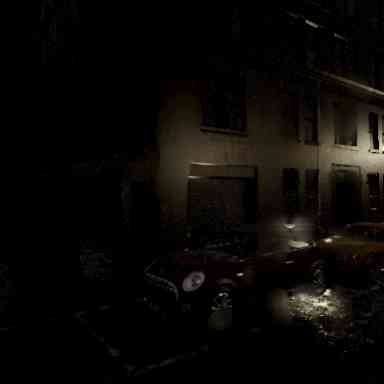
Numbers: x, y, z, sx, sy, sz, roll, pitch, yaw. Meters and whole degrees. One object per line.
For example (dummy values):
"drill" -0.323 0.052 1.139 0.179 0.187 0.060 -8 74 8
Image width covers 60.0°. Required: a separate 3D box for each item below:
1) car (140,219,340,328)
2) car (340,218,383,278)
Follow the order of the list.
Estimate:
"car" 0.958 1.437 6.900 4.097 1.590 1.967 0 0 -36
"car" 5.297 1.495 10.027 4.829 1.417 1.752 0 0 -36
